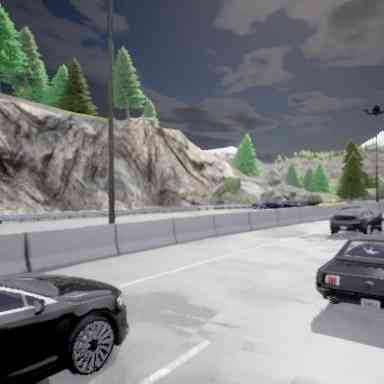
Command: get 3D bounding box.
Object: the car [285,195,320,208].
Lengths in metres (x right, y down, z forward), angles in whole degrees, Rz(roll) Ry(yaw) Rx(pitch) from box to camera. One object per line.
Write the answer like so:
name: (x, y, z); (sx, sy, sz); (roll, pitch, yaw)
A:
car: (14.997, 1.423, 43.416); (5.566, 2.045, 2.150); (0, -1, -39)

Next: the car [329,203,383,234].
car: (9.255, 1.558, 18.548); (1.837, 1.490, 4.892); (-1, -1, 42)

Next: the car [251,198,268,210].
car: (10.743, 1.640, 48.970); (4.553, 1.767, 2.097); (0, -1, -39)

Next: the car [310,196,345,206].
car: (16.847, 1.629, 40.398); (5.008, 1.535, 1.882); (0, -1, -39)

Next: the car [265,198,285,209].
car: (12.749, 1.845, 46.089); (4.718, 1.301, 1.895); (0, -1, -39)

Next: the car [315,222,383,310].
car: (4.394, 1.615, 7.425); (1.895, 1.301, 4.718); (-1, -1, 38)

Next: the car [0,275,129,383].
car: (-2.808, 1.552, 3.471); (2.128, 1.511, 4.902); (-1, -1, 35)
